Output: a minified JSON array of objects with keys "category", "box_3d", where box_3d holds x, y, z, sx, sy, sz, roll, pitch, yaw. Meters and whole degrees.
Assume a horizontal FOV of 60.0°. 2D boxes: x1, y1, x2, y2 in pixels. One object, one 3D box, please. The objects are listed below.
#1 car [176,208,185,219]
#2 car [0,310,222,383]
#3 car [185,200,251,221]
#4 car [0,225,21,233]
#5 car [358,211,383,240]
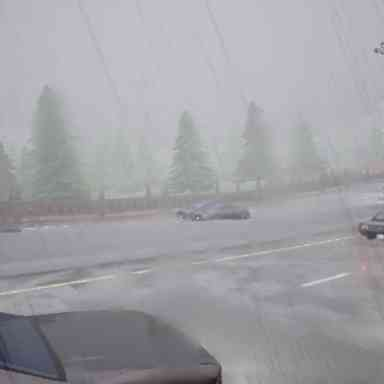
[{"category":"car","box_3d":[1.344,1.381,26.441,5.357,1.411,2.033,-2,1,-35]},{"category":"car","box_3d":[-2.262,1.549,2.134,5.357,1.411,2.033,0,0,-35]},{"category":"car","box_3d":[1.987,1.449,22.598,4.181,1.385,1.994,-2,1,-35]},{"category":"car","box_3d":[-8.467,1.550,10.850,5.357,1.411,2.033,0,0,-35]},{"category":"car","box_3d":[9.475,1.441,14.801,4.718,1.301,1.895,-2,1,-35]}]
